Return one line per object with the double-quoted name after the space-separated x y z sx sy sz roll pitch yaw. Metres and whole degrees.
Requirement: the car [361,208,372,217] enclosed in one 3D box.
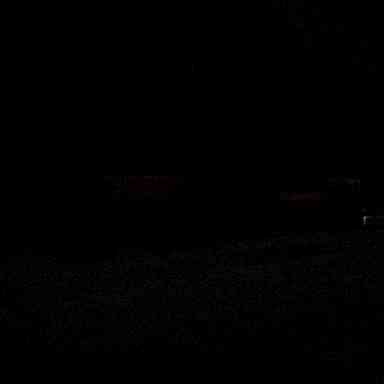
18.233 2.115 38.519 1.812 1.442 4.674 -1 -1 -36 "car"
